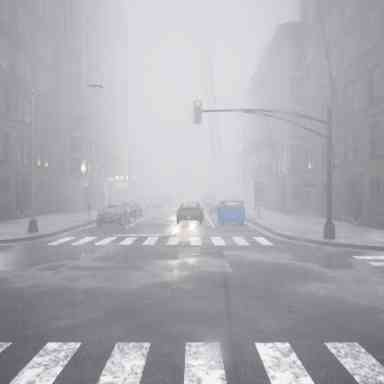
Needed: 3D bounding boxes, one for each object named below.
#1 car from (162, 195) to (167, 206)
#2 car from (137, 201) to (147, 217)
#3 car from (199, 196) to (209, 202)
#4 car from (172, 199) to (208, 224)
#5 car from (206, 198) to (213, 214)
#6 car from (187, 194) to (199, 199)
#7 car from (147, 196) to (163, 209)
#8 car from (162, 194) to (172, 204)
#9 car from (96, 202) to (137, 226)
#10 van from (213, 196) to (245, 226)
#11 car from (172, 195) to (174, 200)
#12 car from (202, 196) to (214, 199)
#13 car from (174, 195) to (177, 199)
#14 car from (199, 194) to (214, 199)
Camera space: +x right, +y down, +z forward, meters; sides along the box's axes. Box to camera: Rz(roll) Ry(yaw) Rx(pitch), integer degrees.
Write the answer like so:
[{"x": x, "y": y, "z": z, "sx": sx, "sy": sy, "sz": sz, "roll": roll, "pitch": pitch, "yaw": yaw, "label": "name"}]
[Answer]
[{"x": -5.379, "y": 1.556, "z": 51.576, "sx": 1.947, "sy": 1.339, "sz": 4.313, "roll": 0, "pitch": 0, "yaw": 0, "label": "car"}, {"x": -5.383, "y": 1.543, "z": 28.848, "sx": 1.887, "sy": 1.381, "sz": 4.507, "roll": 0, "pitch": 0, "yaw": 0, "label": "car"}, {"x": 2.650, "y": 1.524, "z": 74.305, "sx": 2.008, "sy": 1.369, "sz": 4.403, "roll": 0, "pitch": 0, "yaw": 0, "label": "car"}, {"x": -0.090, "y": 1.490, "z": 24.506, "sx": 2.128, "sy": 1.511, "sz": 4.902, "roll": 0, "pitch": 0, "yaw": 3, "label": "car"}, {"x": 2.643, "y": 1.580, "z": 34.536, "sx": 1.802, "sy": 1.307, "sz": 4.206, "roll": 0, "pitch": 0, "yaw": 0, "label": "car"}, {"x": 0.114, "y": 1.511, "z": 57.992, "sx": 1.812, "sy": 1.442, "sz": 4.674, "roll": 0, "pitch": 0, "yaw": 0, "label": "car"}, {"x": -5.380, "y": 1.519, "z": 45.724, "sx": 1.752, "sy": 1.417, "sz": 4.829, "roll": 0, "pitch": 0, "yaw": 0, "label": "car"}, {"x": -5.377, "y": 1.547, "z": 62.939, "sx": 1.947, "sy": 1.339, "sz": 4.313, "roll": 0, "pitch": 0, "yaw": 0, "label": "car"}, {"x": -5.384, "y": 1.549, "z": 23.166, "sx": 2.008, "sy": 1.369, "sz": 4.403, "roll": 0, "pitch": 0, "yaw": 0, "label": "car"}, {"x": 2.641, "y": 1.340, "z": 23.174, "sx": 1.690, "sy": 1.788, "sz": 3.998, "roll": 0, "pitch": 0, "yaw": 0, "label": "van"}, {"x": -5.376, "y": 1.292, "z": 68.621, "sx": 2.192, "sy": 1.841, "sz": 5.009, "roll": 0, "pitch": 0, "yaw": 0, "label": "car"}, {"x": 2.645, "y": 1.576, "z": 45.899, "sx": 1.802, "sy": 1.307, "sz": 4.206, "roll": 0, "pitch": 0, "yaw": 0, "label": "car"}, {"x": -5.374, "y": 1.409, "z": 79.985, "sx": 1.967, "sy": 1.590, "sz": 4.097, "roll": 0, "pitch": 0, "yaw": 0, "label": "car"}, {"x": 2.646, "y": 1.305, "z": 51.580, "sx": 2.192, "sy": 1.841, "sz": 5.009, "roll": 0, "pitch": 0, "yaw": 0, "label": "car"}]
